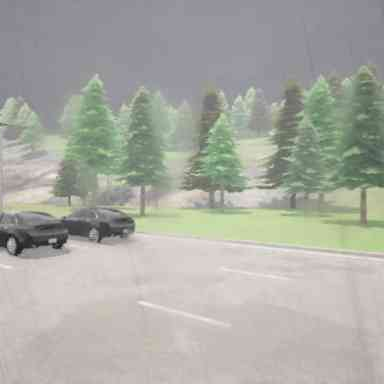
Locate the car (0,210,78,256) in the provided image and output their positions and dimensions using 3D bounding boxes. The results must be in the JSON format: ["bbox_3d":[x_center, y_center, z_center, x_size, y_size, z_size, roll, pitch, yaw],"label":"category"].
[{"bbox_3d":[-6.874,1.498,13.144,4.892,1.490,1.837,-1,0,36],"label":"car"}]

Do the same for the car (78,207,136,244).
[{"bbox_3d":[-4.855,1.498,16.003,4.892,1.490,1.837,-1,0,36],"label":"car"}]
